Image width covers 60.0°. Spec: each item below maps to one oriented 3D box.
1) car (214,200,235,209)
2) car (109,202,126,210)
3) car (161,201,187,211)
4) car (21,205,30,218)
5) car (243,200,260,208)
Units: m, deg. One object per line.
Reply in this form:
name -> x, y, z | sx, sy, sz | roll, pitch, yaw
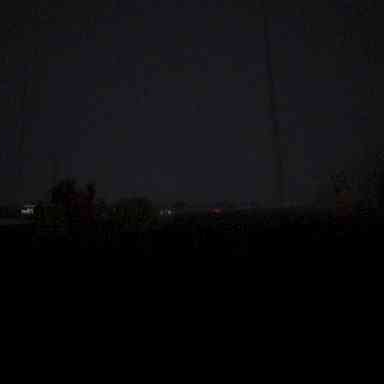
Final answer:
car -> 5.472, 2.128, 56.026 | 1.837, 1.490, 4.892 | -1, -1, 36
car -> -8.613, 1.709, 42.689 | 2.150, 2.045, 5.566 | -1, -1, 36
car -> -2.671, 2.103, 50.908 | 1.837, 1.490, 4.892 | -1, -1, 36
car -> -14.575, 1.598, 34.407 | 2.150, 2.045, 5.566 | -1, -1, 36
car -> 11.412, 2.262, 64.330 | 1.812, 1.442, 4.674 | -1, -1, 36
